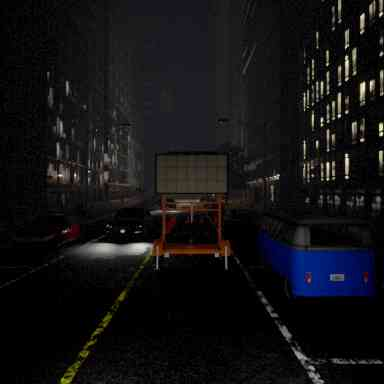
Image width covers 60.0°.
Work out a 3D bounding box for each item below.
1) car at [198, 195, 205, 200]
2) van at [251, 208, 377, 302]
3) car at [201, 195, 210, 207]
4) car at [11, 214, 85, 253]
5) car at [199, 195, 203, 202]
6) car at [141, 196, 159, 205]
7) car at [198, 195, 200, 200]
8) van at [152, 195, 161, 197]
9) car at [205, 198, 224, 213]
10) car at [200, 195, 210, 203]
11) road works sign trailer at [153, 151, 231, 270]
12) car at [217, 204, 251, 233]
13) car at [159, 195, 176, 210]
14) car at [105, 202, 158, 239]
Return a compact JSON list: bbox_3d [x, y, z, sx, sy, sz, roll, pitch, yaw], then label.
[{"bbox_3d":[2.647,1.491,93.385,1.887,1.381,4.507,0,0,0],"label":"car"},{"bbox_3d":[2.686,1.343,7.998,1.690,1.788,3.998,0,0,0],"label":"van"},{"bbox_3d":[2.668,1.558,47.845,2.008,1.369,4.403,0,0,0],"label":"car"},{"bbox_3d":[-5.697,1.586,13.689,1.802,1.307,4.206,0,0,0],"label":"car"},{"bbox_3d":[2.665,1.554,53.537,2.008,1.369,4.403,0,0,0],"label":"car"},{"bbox_3d":[-5.710,1.561,42.152,2.008,1.369,4.403,0,0,0],"label":"car"},{"bbox_3d":[2.660,1.430,64.922,1.967,1.590,4.097,0,0,0],"label":"car"},{"bbox_3d":[-5.715,1.345,53.537,1.690,1.788,3.998,0,0,0],"label":"van"},{"bbox_3d":[2.673,1.592,36.460,1.802,1.307,4.206,0,0,0],"label":"car"},{"bbox_3d":[2.657,1.423,70.614,1.967,1.590,4.097,0,0,0],"label":"car"},{"bbox_3d":[-0.005,0.467,11.016,2.380,3.560,2.880,0,0,0],"label":"road works sign trailer"},{"bbox_3d":[2.681,1.587,19.382,1.802,1.307,4.206,0,0,0],"label":"car"},{"bbox_3d":[-3.020,1.535,42.643,1.812,1.442,4.674,0,0,0],"label":"car"},{"bbox_3d":[-3.108,1.510,17.312,1.837,1.490,4.892,0,0,0],"label":"car"}]
